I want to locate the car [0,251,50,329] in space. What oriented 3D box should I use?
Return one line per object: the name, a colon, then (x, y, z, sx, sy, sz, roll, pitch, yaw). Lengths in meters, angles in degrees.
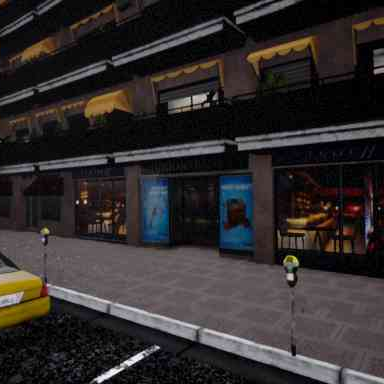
car: (-4.552, 1.527, 6.127, 4.829, 1.417, 1.752, 0, -1, 35)
